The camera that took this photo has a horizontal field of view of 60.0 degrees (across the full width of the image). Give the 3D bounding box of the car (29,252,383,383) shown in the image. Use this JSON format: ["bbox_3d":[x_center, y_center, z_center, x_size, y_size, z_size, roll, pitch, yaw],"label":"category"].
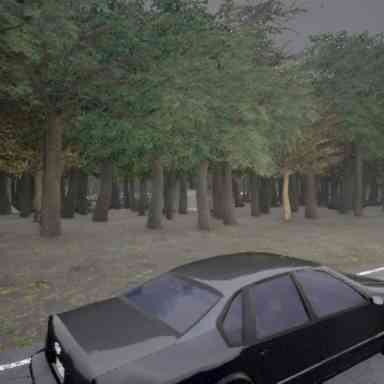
[{"bbox_3d":[0.927,1.547,4.298,5.357,1.411,2.033,0,0,-35],"label":"car"}]
